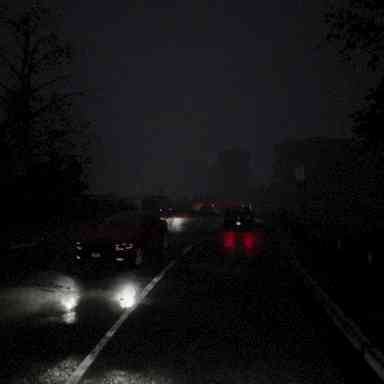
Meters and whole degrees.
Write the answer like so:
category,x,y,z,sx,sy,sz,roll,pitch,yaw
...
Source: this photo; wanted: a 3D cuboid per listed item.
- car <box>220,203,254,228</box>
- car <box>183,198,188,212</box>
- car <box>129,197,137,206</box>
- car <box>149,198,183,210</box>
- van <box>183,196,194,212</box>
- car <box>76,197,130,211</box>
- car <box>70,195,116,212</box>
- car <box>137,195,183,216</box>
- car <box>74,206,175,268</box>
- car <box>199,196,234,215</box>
category,x,y,z,sx,sy,sz,roll,pitch,yaw
car,3.078,1.644,22.648,1.895,1.301,4.718,1,0,6
car,-2.602,1.727,39.480,1.812,1.442,4.674,1,-1,-28
car,-10.395,1.785,53.613,2.150,2.045,5.566,1,-2,-29
car,-3.860,1.775,49.682,4.553,1.767,2.185,1,-2,-29
van,-2.457,1.607,46.991,4.442,1.987,1.878,1,-1,-29
car,-9.475,1.597,34.653,4.892,1.521,2.231,1,-1,-29
car,-10.825,1.385,37.102,5.566,2.045,2.435,1,-1,-29
car,-3.344,1.334,33.875,2.150,2.045,5.566,1,-1,-28
car,-2.184,1.453,11.509,1.882,1.535,5.008,0,0,10
car,3.557,1.515,36.438,4.553,1.767,2.185,1,-1,-29
